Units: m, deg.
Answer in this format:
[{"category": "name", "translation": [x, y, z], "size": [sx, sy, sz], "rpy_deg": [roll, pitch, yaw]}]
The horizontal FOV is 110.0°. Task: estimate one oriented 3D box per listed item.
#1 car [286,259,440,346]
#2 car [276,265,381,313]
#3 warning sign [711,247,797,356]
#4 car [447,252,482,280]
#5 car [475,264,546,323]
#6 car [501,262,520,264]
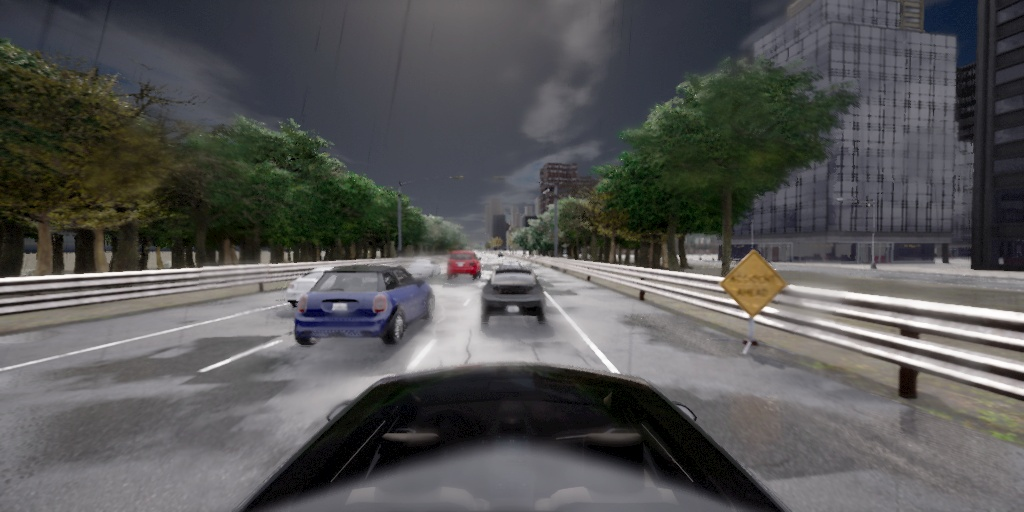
[{"category": "car", "translation": [-3.462, 1.022, 9.344], "size": [2.097, 1.767, 4.553], "rpy_deg": [0, 0, 0]}, {"category": "car", "translation": [-6.975, 1.145, 14.308], "size": [1.812, 1.442, 4.674], "rpy_deg": [0, 1, 0]}, {"category": "warning sign", "translation": [4.537, 0.811, 6.820], "size": [1.300, 1.860, 1.060], "rpy_deg": [0, 0, 0]}, {"category": "car", "translation": [-3.616, 0.704, 27.643], "size": [2.150, 2.045, 5.566], "rpy_deg": [0, 0, -1]}, {"category": "car", "translation": [0.034, 1.147, 11.642], "size": [1.837, 1.490, 4.892], "rpy_deg": [0, 0, 0]}, {"category": "car", "translation": [-0.111, 1.089, 27.024], "size": [1.895, 1.301, 4.718], "rpy_deg": [0, 1, -1]}]
